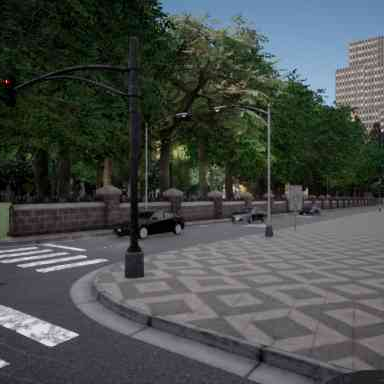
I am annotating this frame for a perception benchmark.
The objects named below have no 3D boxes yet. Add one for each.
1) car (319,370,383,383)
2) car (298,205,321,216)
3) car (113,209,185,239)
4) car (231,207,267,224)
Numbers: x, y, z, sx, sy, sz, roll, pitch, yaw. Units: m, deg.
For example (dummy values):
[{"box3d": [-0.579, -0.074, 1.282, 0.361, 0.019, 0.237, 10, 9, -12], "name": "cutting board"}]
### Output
[{"box3d": [2.523, 1.551, 1.163, 4.403, 1.369, 2.008, 0, 0, 36], "name": "car"}, {"box3d": [16.495, 2.564, 46.390, 2.033, 1.411, 5.357, 0, -1, 36], "name": "car"}, {"box3d": [-2.422, 1.809, 19.721, 1.882, 1.535, 5.008, 0, -1, 35], "name": "car"}, {"box3d": [5.302, 2.098, 30.670, 2.128, 1.511, 4.902, 0, -1, 35], "name": "car"}]
